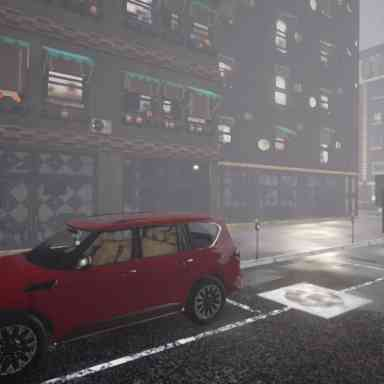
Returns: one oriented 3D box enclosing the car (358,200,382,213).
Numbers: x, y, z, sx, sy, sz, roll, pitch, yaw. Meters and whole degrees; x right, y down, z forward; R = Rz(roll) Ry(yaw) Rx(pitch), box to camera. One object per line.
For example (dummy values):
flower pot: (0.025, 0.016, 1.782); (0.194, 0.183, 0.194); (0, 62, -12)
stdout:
car: (20.164, 1.538, 37.360); (1.887, 1.381, 4.507); (1, 0, -36)

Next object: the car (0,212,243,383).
car: (-1.362, 1.316, 5.583); (5.009, 1.841, 2.192); (0, 1, -35)
